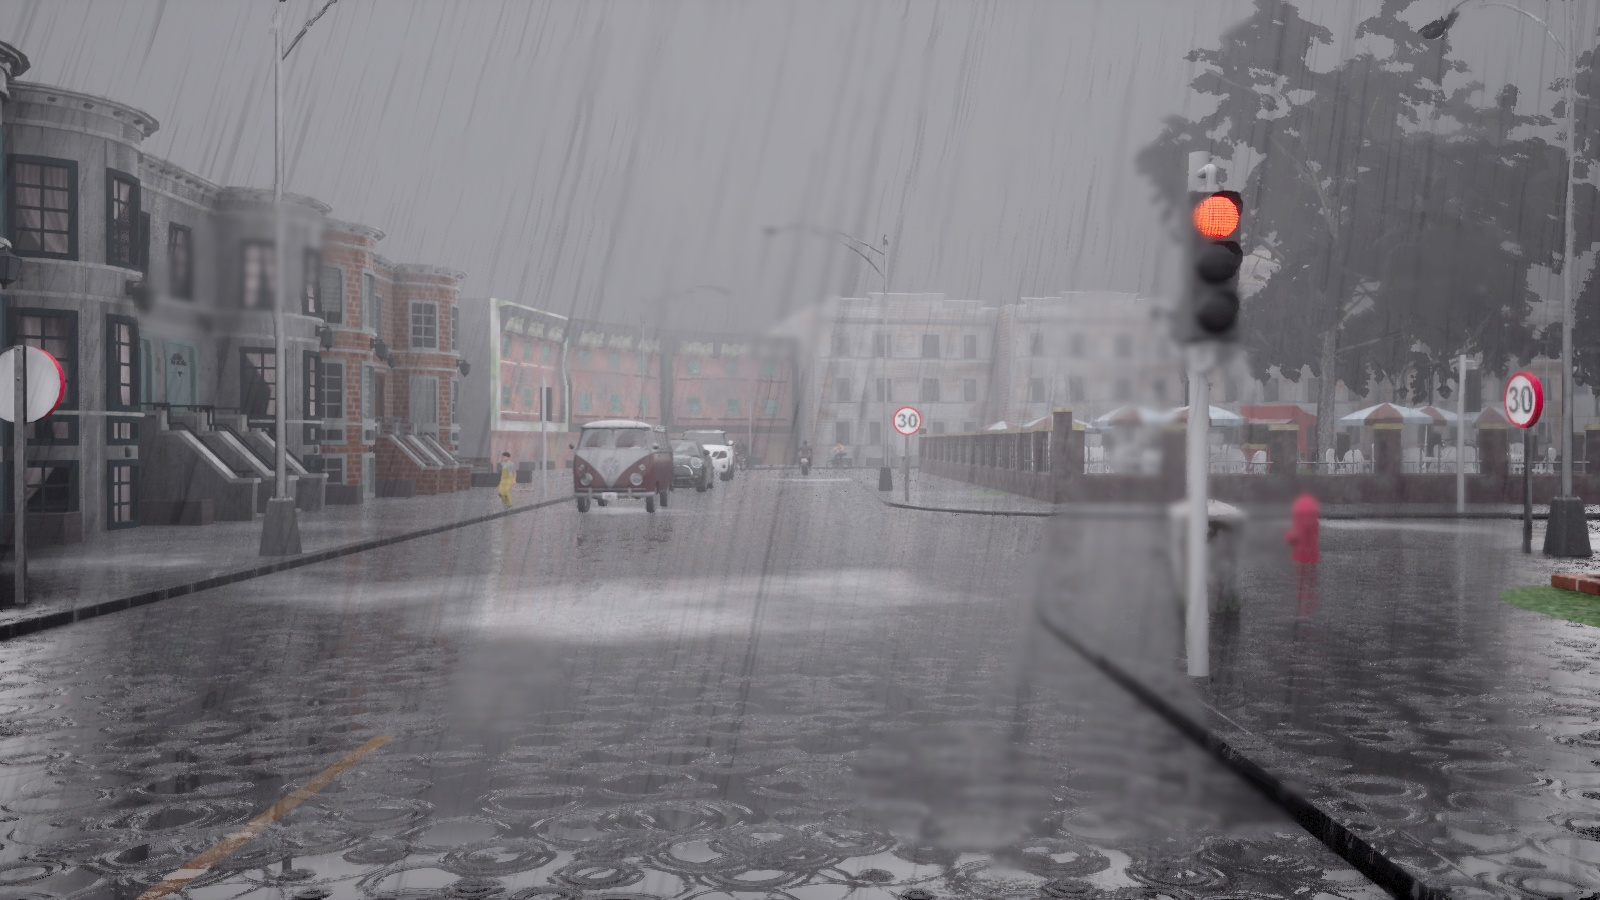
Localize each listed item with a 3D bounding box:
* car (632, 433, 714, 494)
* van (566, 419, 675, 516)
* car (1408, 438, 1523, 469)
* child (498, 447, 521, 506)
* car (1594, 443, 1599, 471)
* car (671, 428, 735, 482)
[{"bbox_3d":[-3.867,0.382,39.009,2.097,1.767,4.553,0,0,0],"label":"car"},{"bbox_3d":[-3.895,0.338,27.958,1.775,1.987,4.442,0,0,0],"label":"van"},{"bbox_3d":[35.729,0.173,67.509,5.027,1.651,2.152,0,0,0],"label":"car"},{"bbox_3d":[-6.285,0.578,27.168,0.270,1.263,0.437,0,0,32],"label":"child"},{"bbox_3d":[45.081,0.380,67.495,3.705,1.549,1.789,0,0,0],"label":"car"},{"bbox_3d":[-3.846,0.177,50.560,2.150,2.045,5.566,0,0,0],"label":"car"}]
